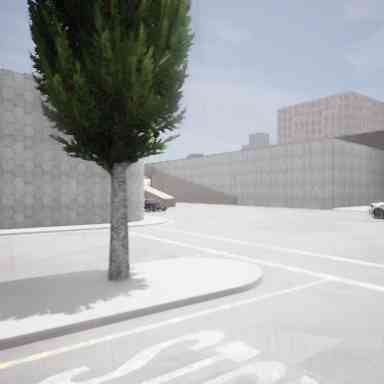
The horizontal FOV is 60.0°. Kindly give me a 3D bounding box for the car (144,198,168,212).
[{"bbox_3d":[-4.624,1.515,38.642,1.837,1.490,4.892,0,0,-35],"label":"car"}]

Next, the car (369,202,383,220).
[{"bbox_3d":[17.052,1.235,26.238,2.150,2.045,5.566,0,0,-35],"label":"car"}]
